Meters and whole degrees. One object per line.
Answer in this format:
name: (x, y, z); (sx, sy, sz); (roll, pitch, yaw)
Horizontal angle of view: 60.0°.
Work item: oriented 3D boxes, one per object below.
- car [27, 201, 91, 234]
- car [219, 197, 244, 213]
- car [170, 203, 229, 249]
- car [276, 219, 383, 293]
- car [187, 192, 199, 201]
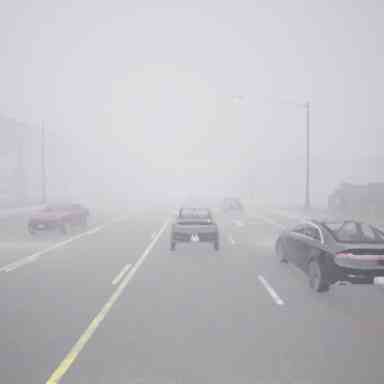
car: (-7.047, 1.306, 18.093); (1.882, 1.535, 5.008); (0, 1, 0)
car: (3.609, 1.147, 30.683); (2.033, 1.411, 5.357); (0, 1, 0)
car: (0.104, 1.382, 13.870); (2.128, 1.511, 4.902); (0, 1, 0)
car: (3.603, 1.440, 8.734); (2.128, 1.511, 4.902); (0, 1, 0)
car: (0.112, 0.665, 55.358); (1.812, 1.442, 4.674); (0, 1, 0)
